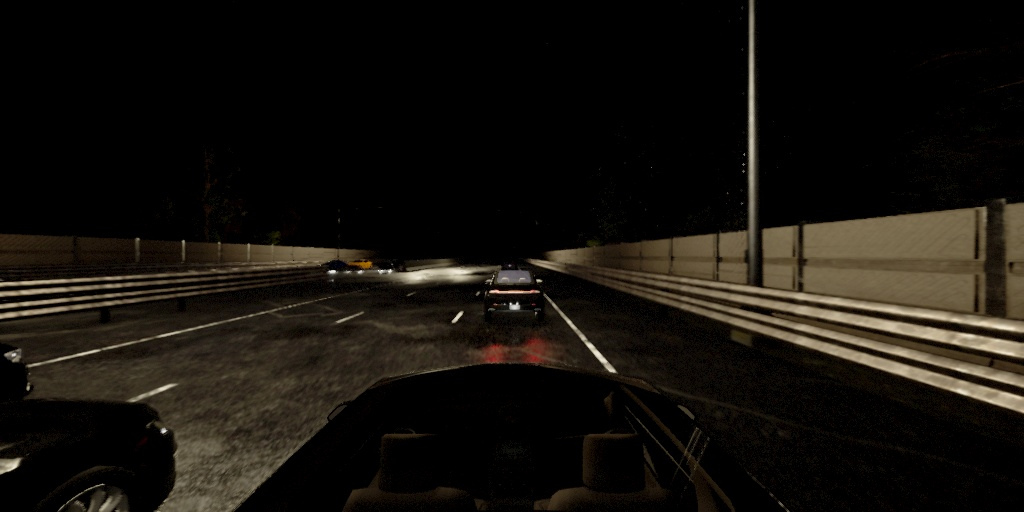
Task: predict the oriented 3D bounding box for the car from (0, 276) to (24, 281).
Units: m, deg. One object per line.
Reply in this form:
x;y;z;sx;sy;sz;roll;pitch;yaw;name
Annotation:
-17.876;1.245;10.713;2.128;1.511;4.902;0;0;1;car

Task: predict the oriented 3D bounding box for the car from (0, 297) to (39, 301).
-6.905;1.243;2.375;2.128;1.511;4.902;0;0;0;car

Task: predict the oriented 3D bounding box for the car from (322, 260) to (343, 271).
-25.055;1.292;50.722;1.812;1.442;4.674;0;0;-1;car

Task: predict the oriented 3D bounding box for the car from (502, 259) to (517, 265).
-0.292;1.193;44.582;2.033;1.649;4.856;0;0;-1;car

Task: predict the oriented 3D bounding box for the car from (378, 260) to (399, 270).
-18.090;1.331;52.788;1.994;1.385;4.181;0;0;-1;car

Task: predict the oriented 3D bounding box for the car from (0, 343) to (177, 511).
-3.405;1.255;0.625;1.837;1.490;4.892;0;0;0;car

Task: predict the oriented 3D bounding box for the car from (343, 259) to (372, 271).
-21.559;1.244;50.934;1.882;1.535;5.008;0;0;-1;car

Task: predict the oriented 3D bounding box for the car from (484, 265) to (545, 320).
0.068;1.244;12.621;2.128;1.511;4.902;0;0;0;car
